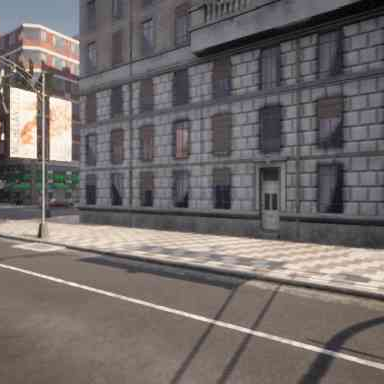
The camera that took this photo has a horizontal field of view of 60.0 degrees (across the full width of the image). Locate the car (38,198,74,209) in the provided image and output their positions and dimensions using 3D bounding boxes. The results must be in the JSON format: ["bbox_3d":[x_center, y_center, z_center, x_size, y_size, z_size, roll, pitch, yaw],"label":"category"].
[{"bbox_3d":[-18.066,1.512,44.397,1.812,1.442,4.674,0,0,36],"label":"car"}]
